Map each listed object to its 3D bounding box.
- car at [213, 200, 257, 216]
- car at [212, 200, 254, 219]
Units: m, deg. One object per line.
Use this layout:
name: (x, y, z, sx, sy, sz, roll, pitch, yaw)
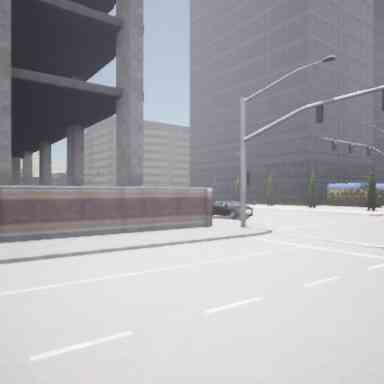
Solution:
car: (4.224, 1.571, 33.333, 1.994, 1.385, 4.181, 0, 0, -36)
car: (3.150, 1.497, 28.862, 2.128, 1.511, 4.902, 0, 0, -36)
